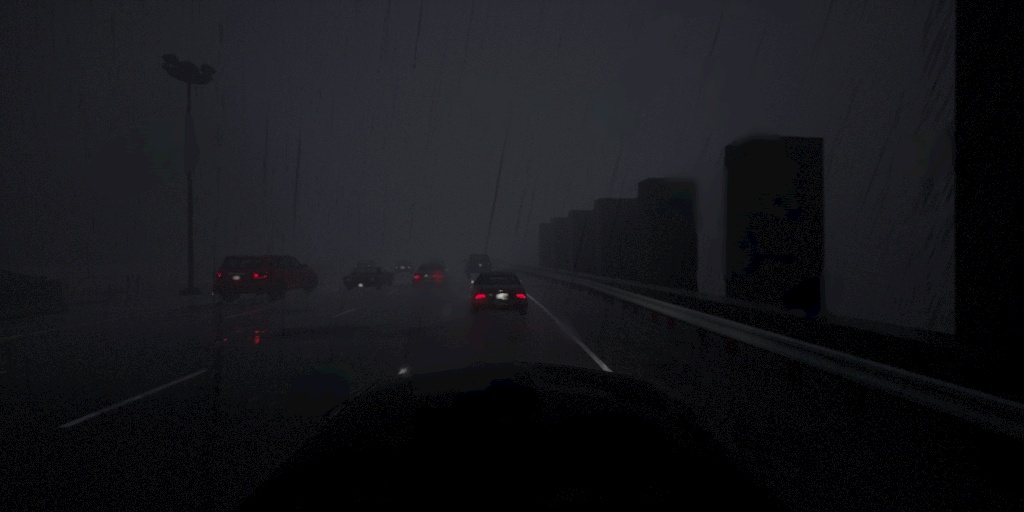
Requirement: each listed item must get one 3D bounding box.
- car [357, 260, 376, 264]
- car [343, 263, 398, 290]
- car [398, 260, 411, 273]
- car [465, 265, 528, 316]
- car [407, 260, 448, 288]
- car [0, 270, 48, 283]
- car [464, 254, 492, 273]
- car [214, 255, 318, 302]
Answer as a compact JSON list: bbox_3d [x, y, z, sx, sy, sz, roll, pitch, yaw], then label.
[{"bbox_3d":[-14.567,1.159,36.148,2.128,1.511,4.902,0,0,-12],"label":"car"},{"bbox_3d":[-8.554,1.303,21.814,1.895,1.301,4.718,0,0,-7],"label":"car"},{"bbox_3d":[-11.527,1.185,38.623,2.033,1.411,5.357,0,0,-12],"label":"car"},{"bbox_3d":[-0.531,1.245,13.198,2.033,1.411,5.357,0,0,-4],"label":"car"},{"bbox_3d":[-5.138,1.224,22.974,2.033,1.411,5.357,0,0,-8],"label":"car"},{"bbox_3d":[-25.717,1.372,17.012,2.033,1.411,5.357,0,0,-7],"label":"car"},{"bbox_3d":[-3.124,0.840,32.529,2.150,2.045,5.566,0,0,-10],"label":"car"},{"bbox_3d":[-11.480,0.963,17.228,2.150,2.045,5.566,0,0,-6],"label":"car"}]
